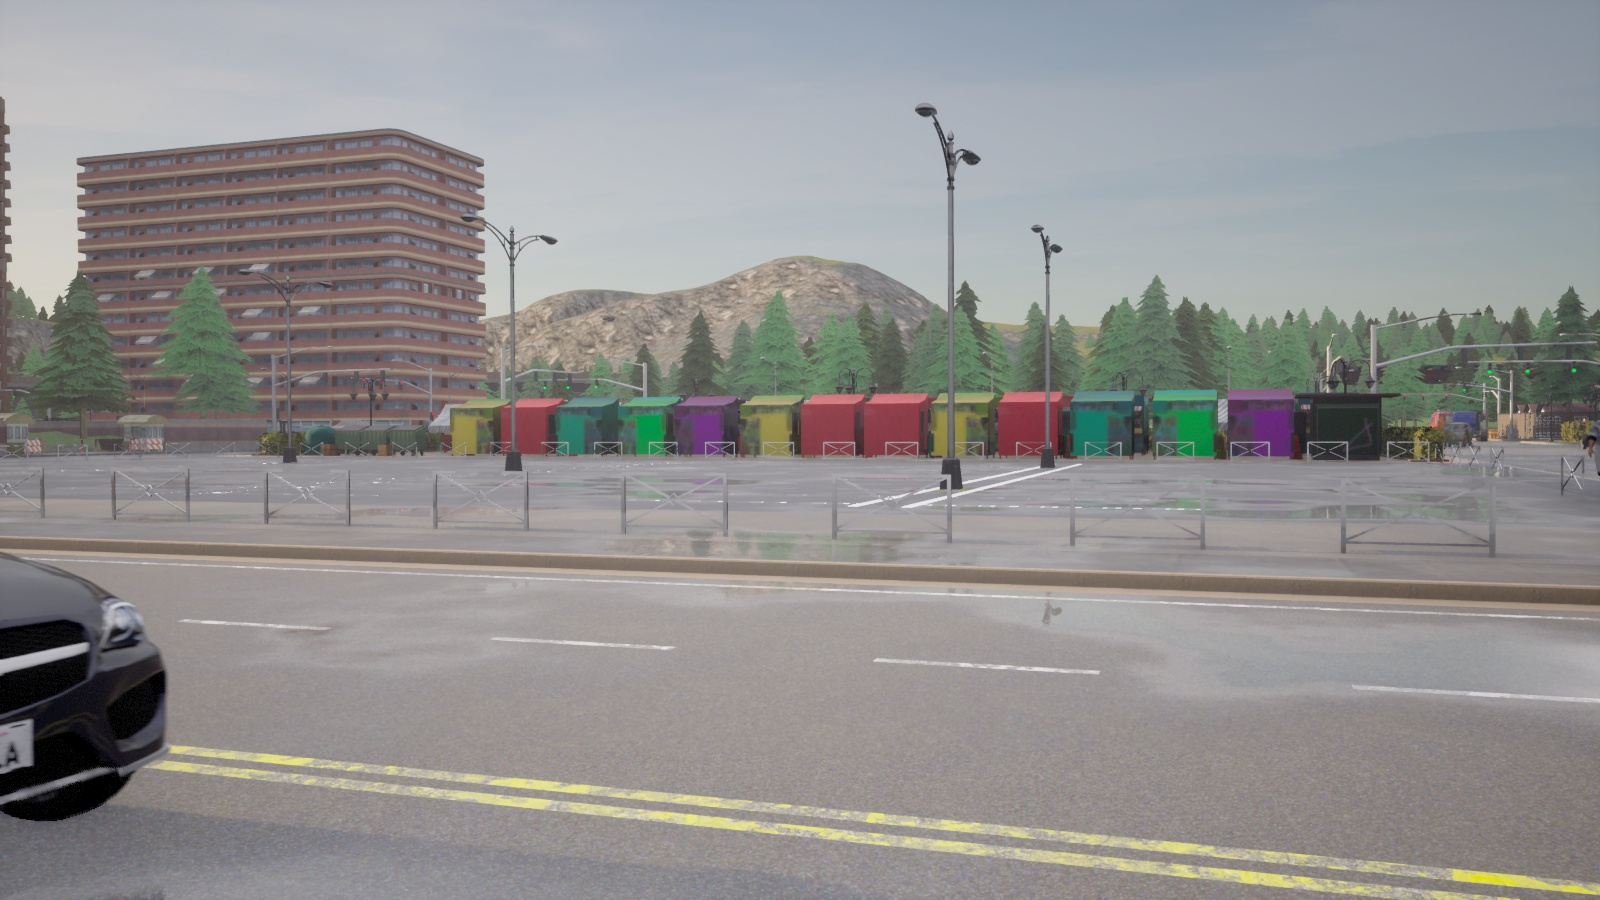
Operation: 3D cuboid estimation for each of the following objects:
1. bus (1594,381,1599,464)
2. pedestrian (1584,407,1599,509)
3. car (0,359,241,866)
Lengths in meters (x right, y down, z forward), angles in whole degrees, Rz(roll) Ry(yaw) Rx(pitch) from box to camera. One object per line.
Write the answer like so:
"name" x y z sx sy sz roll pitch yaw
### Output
"bus" 41.447 -1.354 59.925 3.944 4.253 10.273 1 1 20
"pedestrian" 15.654 0.155 24.278 0.659 1.952 0.873 1 1 20
"car" -4.993 0.508 4.868 5.027 1.651 2.152 1 1 19
